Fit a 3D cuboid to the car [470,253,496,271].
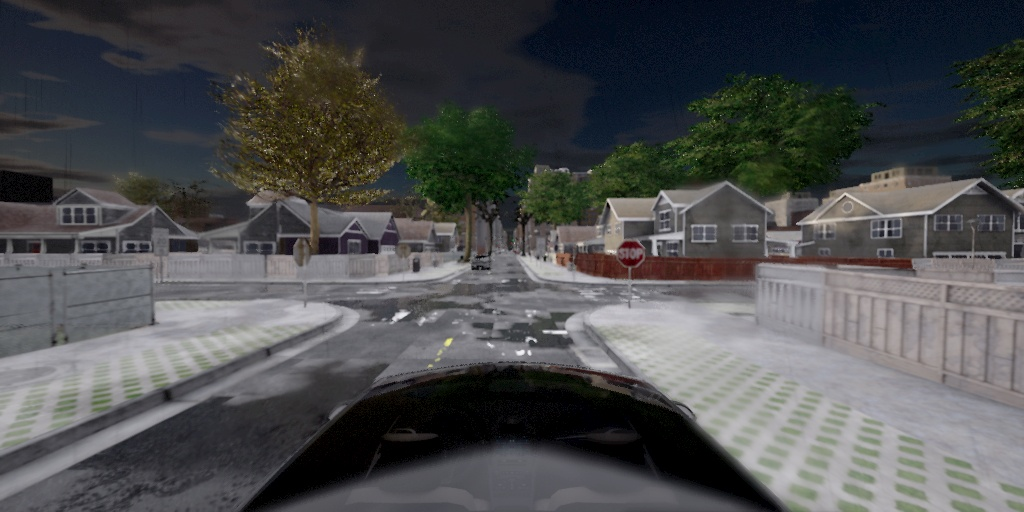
[{"bbox_3d":[-2.846,0.684,34.526,1.837,1.490,4.892,0,3,0],"label":"car"}]
